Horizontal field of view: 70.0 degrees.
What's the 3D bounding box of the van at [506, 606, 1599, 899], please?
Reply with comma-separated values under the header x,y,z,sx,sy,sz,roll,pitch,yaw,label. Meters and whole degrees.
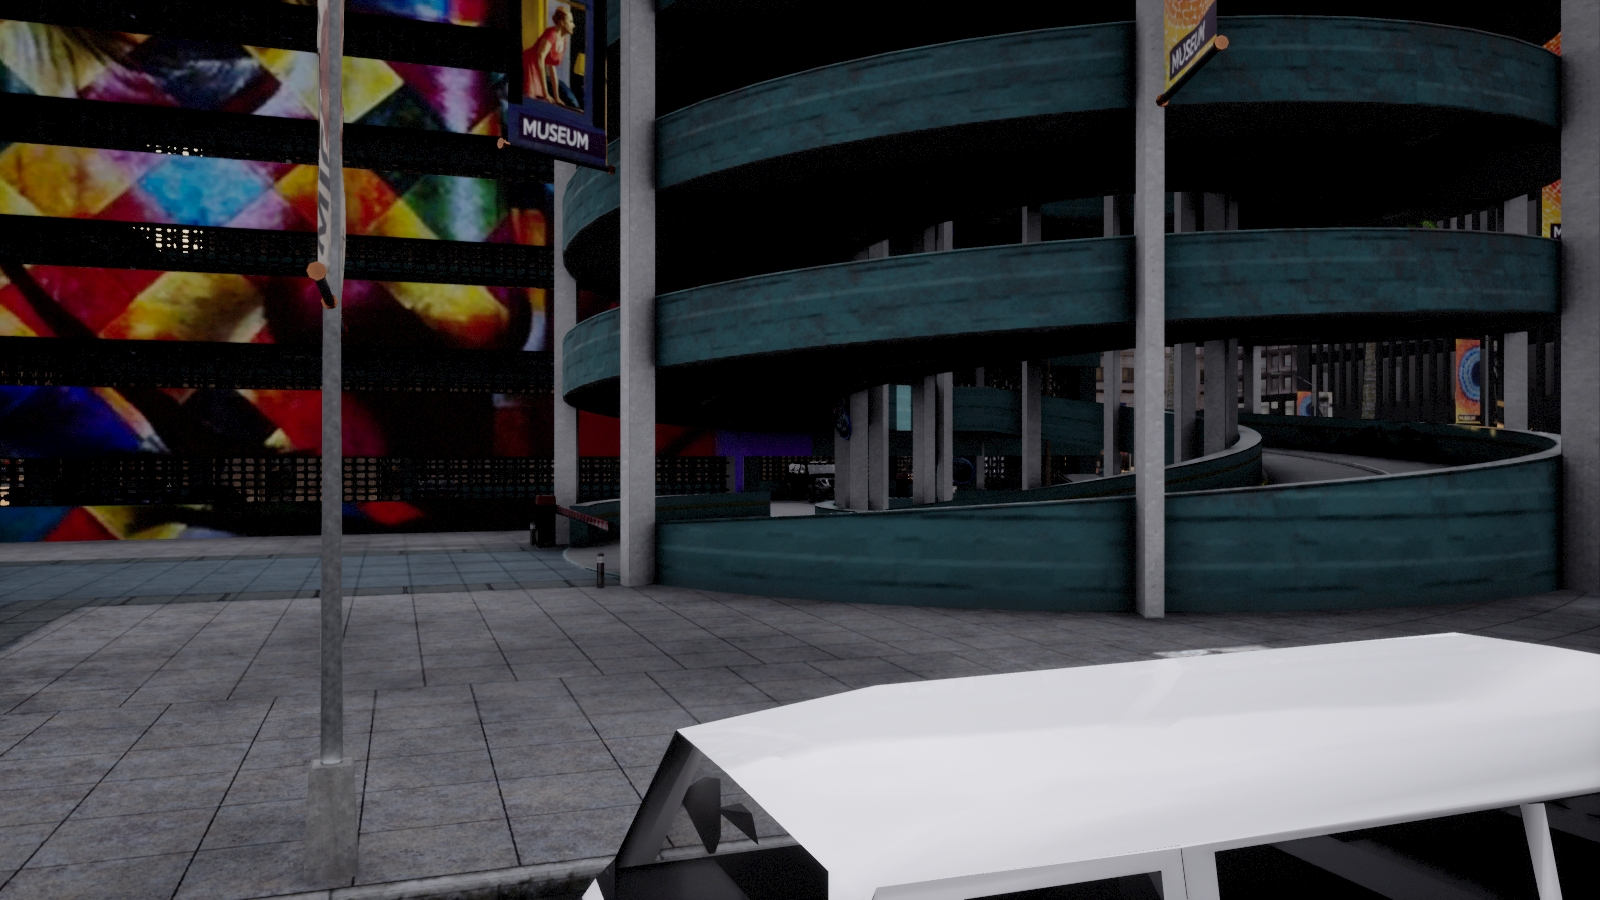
x,y,z,sx,sy,sz,roll,pitch,yaw,label
1.425,1.783,3.850,4.480,2.038,2.069,0,0,-21,van
